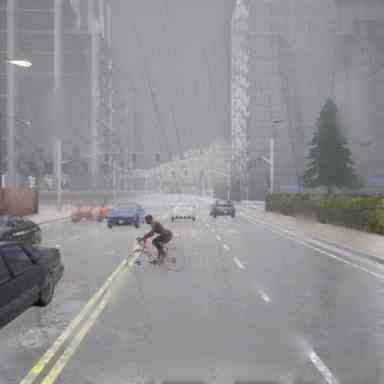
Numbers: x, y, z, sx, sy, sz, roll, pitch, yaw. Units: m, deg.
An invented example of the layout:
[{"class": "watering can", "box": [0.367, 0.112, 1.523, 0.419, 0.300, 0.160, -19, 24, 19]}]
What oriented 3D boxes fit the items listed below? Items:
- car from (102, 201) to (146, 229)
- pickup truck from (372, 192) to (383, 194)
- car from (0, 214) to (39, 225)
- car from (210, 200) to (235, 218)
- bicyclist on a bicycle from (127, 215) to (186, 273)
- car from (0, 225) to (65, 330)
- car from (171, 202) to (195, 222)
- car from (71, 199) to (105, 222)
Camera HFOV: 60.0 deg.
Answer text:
[{"class": "car", "box": [-4.177, 1.478, 21.807, 1.882, 1.535, 5.008, 0, 0, -1]}, {"class": "pickup truck", "box": [39.556, 1.059, 69.008, 6.274, 2.098, 2.390, 0, 0, 28]}, {"class": "car", "box": [-7.444, 1.564, 12.724, 1.994, 1.385, 4.181, 0, 0, -2]}, {"class": "car", "box": [2.717, 1.492, 30.300, 2.128, 1.511, 4.902, 0, 0, -3]}, {"class": "bicyclist on a bicycle", "box": [-1.017, 1.455, 9.245, 1.656, 1.620, 0.582, -2, 0, -2]}, {"class": "car", "box": [-3.716, 1.547, 5.243, 2.033, 1.411, 5.357, 0, 0, -2]}, {"class": "car", "box": [-0.699, 1.526, 26.566, 1.812, 1.442, 4.674, 0, 0, -2]}, {"class": "car", "box": [-7.764, 1.351, 25.951, 2.097, 1.767, 4.553, 0, 0, -2]}]
